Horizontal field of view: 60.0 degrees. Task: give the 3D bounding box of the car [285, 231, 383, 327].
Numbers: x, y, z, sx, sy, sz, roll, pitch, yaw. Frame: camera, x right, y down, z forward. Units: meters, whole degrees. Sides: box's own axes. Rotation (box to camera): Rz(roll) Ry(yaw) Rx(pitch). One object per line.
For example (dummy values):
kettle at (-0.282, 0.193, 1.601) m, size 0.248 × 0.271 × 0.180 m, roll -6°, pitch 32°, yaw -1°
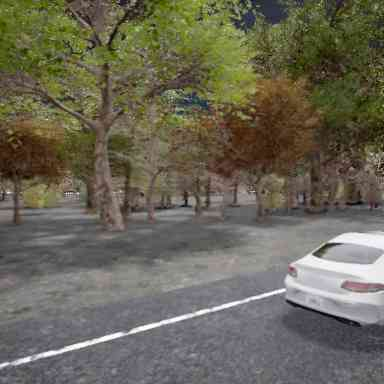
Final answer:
car at (3.758, 1.487, 6.441) m, size 4.674 × 1.442 × 1.812 m, roll 0°, pitch 0°, yaw -35°
